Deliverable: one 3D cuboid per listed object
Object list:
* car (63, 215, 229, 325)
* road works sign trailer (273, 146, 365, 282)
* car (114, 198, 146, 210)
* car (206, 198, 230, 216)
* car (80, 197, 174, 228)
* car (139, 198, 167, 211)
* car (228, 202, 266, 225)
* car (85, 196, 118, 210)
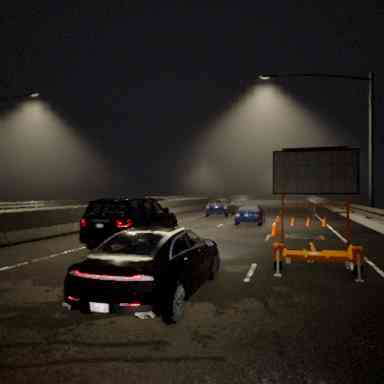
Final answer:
[{"bbox_3d":[-0.687,1.499,7.263,2.128,1.511,4.902,0,0,16],"label":"car"},{"bbox_3d":[3.661,0.472,9.987,2.380,3.560,2.880,0,0,16],"label":"road works sign trailer"},{"bbox_3d":[-8.193,1.539,44.368,2.128,1.511,4.902,0,0,16],"label":"car"},{"bbox_3d":[2.749,1.381,31.272,2.097,1.767,4.553,0,0,16],"label":"car"},{"bbox_3d":[-2.380,1.238,13.893,2.150,2.045,5.566,0,0,16],"label":"car"},{"bbox_3d":[-4.911,1.548,43.125,1.837,1.490,4.892,0,0,16],"label":"car"},{"bbox_3d":[4.285,1.569,24.109,2.033,1.411,5.357,0,0,16],"label":"car"},{"bbox_3d":[-11.903,1.402,44.162,2.097,1.767,4.553,0,0,16],"label":"car"}]
